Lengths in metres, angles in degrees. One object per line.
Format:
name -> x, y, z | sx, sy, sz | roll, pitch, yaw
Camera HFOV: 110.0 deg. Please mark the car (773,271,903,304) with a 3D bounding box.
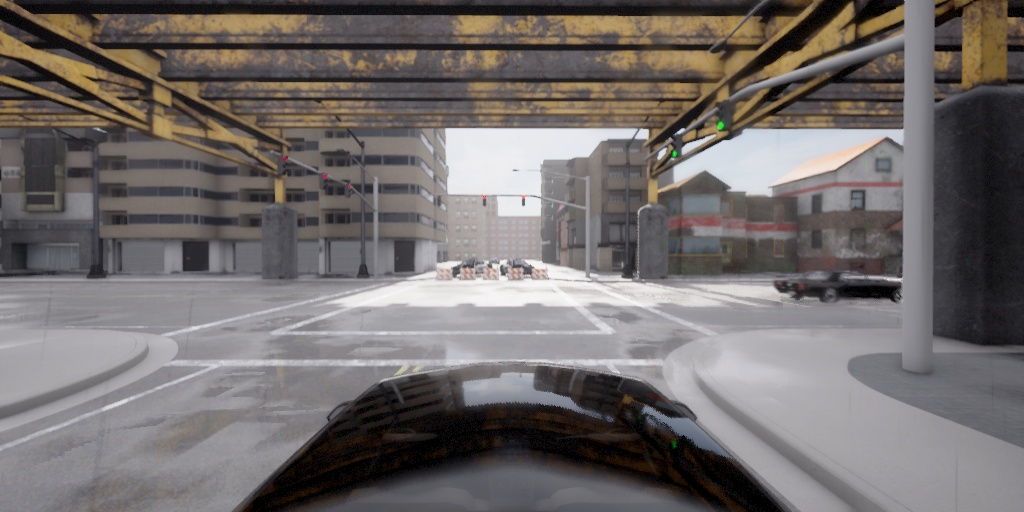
car -> 14.039, 1.278, 15.206 | 4.718, 1.301, 1.895 | 0, 0, -1
